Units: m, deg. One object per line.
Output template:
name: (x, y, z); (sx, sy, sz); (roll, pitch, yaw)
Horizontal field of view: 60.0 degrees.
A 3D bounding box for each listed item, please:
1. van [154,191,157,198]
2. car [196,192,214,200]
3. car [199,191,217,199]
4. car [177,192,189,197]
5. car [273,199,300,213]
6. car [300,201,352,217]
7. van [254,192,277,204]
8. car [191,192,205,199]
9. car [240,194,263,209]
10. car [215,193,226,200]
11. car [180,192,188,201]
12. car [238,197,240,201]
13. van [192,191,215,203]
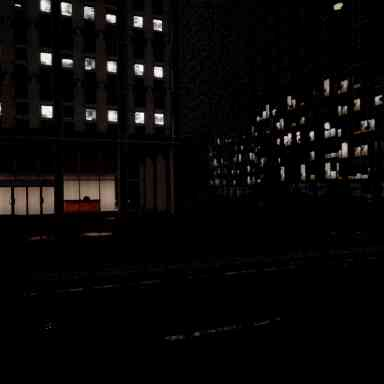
van: (-8.339, 0.687, 82.517); (1.690, 1.788, 3.998); (0, 1, -21)
car: (2.756, 0.880, 69.852); (1.882, 1.535, 5.008); (-1, 1, -21)
car: (3.575, 0.634, 74.934); (2.192, 1.841, 5.009); (0, 1, -21)
car: (-2.571, 0.711, 90.840); (2.008, 1.369, 4.403); (0, 1, -21)
car: (9.998, 1.400, 34.769); (1.802, 1.307, 4.206); (0, 1, -21)
car: (12.031, 1.435, 29.459); (1.947, 1.339, 4.313); (0, 1, -21)
van: (11.771, 0.871, 53.728); (1.690, 1.788, 3.998); (0, 1, -21)
car: (1.526, 0.706, 80.236); (1.967, 1.590, 4.097); (0, 1, -21)
car: (8.004, 1.332, 40.091); (1.947, 1.339, 4.313); (0, 1, -21)
car: (5.625, 0.954, 69.635); (1.802, 1.307, 4.206); (0, 1, -21)
car: (-2.192, 1.057, 66.615); (2.008, 1.369, 4.403); (0, 1, -21)
car: (9.723, 1.060, 59.032); (1.802, 1.307, 4.206); (0, 1, -21)
van: (1.906, 0.952, 56.010); (1.690, 1.788, 3.998); (0, 1, -21)
